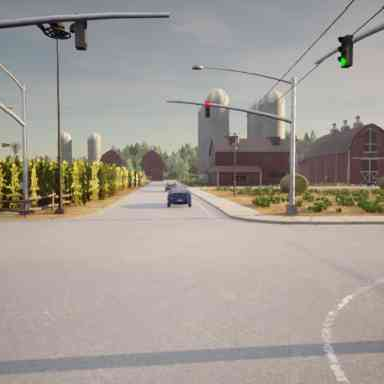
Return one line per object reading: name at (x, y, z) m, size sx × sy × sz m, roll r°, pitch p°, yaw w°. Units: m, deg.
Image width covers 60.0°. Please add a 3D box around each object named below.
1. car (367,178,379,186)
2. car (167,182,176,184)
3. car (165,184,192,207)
car at (42.389, -2.310, 77.482) m, size 1.905 × 1.878 × 3.866 m, roll 10°, pitch 10°, yaw 41°
car at (-3.327, -0.798, 52.803) m, size 2.128 × 1.511 × 4.902 m, roll 0°, pitch 3°, yaw -5°
car at (-1.105, 0.353, 27.571) m, size 1.882 × 1.535 × 5.008 m, roll 0°, pitch 3°, yaw -4°
